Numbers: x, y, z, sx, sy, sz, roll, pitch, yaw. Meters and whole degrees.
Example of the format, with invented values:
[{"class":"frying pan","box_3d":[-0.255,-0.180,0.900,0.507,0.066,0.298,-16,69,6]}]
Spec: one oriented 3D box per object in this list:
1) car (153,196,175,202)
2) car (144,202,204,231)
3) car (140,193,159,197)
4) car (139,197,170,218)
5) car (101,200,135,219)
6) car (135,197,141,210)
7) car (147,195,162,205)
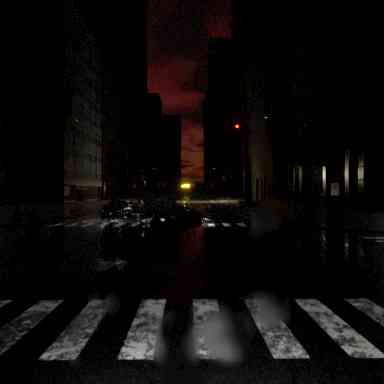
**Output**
[{"class":"car","box_3d":[-3.397,1.529,40.171,1.812,1.442,4.674,0,0,0]},{"class":"car","box_3d":[-0.834,1.565,20.807,1.994,1.385,4.181,0,0,25]},{"class":"car","box_3d":[-6.645,1.227,48.774,2.150,2.045,5.566,0,0,0]},{"class":"car","box_3d":[-3.380,1.480,30.891,1.882,1.535,5.008,0,0,0]},{"class":"car","box_3d":[-6.646,1.507,29.600,1.837,1.490,4.892,0,0,1]},{"class":"car","box_3d":[-6.641,1.604,38.863,1.895,1.301,4.718,0,0,0]},{"class":"car","box_3d":[-6.622,1.359,59.036,2.097,1.767,4.553,0,0,-1]}]
